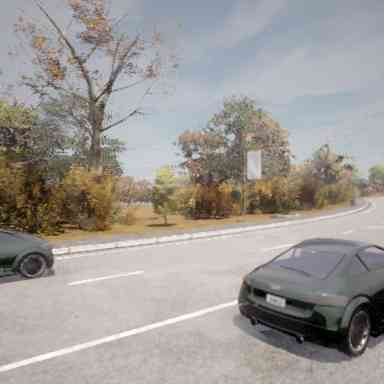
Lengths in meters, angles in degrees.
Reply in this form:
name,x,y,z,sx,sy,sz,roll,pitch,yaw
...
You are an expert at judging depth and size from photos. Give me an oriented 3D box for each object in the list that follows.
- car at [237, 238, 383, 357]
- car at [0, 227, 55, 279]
name,x,y,z,sx,sy,sz,roll,pitch,yaw
car,2.804,1.555,6.124,4.181,1.385,1.994,0,0,-38
car,-5.822,1.600,8.582,4.181,1.385,1.994,0,0,-36
